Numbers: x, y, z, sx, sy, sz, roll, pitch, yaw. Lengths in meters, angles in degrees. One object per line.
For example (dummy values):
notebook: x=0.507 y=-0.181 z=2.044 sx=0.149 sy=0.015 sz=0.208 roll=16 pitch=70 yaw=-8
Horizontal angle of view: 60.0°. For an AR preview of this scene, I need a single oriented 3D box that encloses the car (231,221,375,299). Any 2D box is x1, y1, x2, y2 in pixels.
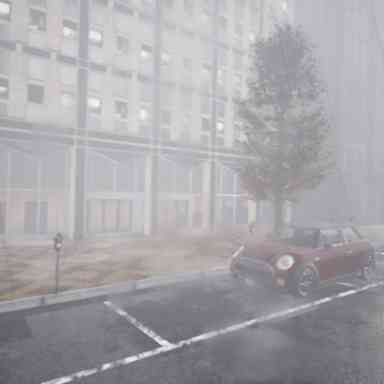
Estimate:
car: x=2.931 y=1.520 z=8.634 sx=4.097 sy=1.590 sz=1.967 roll=1 pitch=0 yaw=-35
